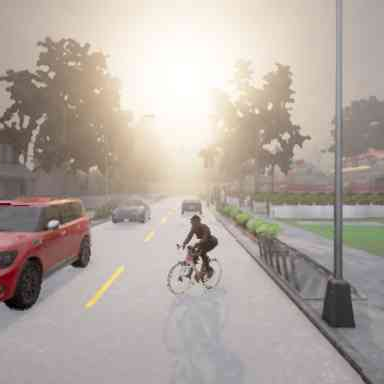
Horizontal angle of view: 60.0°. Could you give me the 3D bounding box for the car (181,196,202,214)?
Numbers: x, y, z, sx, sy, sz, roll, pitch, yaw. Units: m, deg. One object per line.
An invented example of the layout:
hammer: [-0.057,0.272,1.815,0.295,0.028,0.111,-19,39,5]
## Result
car: [-0.026,1.290,32.386,1.882,1.535,5.008,0,0,0]

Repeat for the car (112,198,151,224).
car: [-4.170,1.216,23.410,2.097,1.767,4.553,0,0,0]

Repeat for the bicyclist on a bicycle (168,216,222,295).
bicyclist on a bicycle: [0.138,1.351,7.212,1.656,1.620,0.582,6,-3,-44]

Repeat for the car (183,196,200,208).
car: [-0.077,1.291,44.448,2.033,1.411,5.357,0,0,0]

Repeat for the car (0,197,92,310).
car: [-4.124,1.175,8.063,2.150,2.045,5.566,0,0,0]
